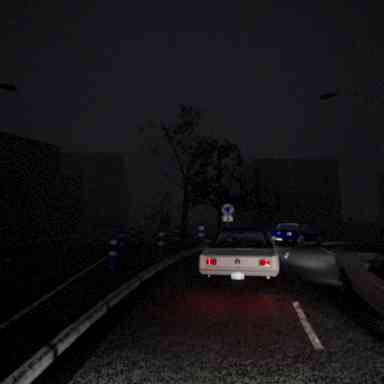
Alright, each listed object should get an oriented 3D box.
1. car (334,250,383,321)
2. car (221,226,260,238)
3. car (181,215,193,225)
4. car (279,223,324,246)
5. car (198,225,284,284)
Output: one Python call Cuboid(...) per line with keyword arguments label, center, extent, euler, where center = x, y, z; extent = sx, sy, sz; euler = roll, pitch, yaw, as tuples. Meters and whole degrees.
Cuboid(label="car", center=(3.947, 1.607, 5.578), extent=(1.895, 1.301, 4.718), euler=(-1, 0, 7))
Cuboid(label="car", center=(6.376, 5.295, 43.839), extent=(4.674, 1.442, 1.812), euler=(-5, -8, 35))
Cuboid(label="car", center=(-1.561, 6.843, 77.669), extent=(2.128, 1.511, 4.902), euler=(0, -1, 2))
Cuboid(label="car", center=(6.351, 2.563, 20.205), extent=(1.895, 1.301, 4.718), euler=(-6, -9, 41))
Cuboid(label="car", center=(1.528, 1.694, 9.840), extent=(1.895, 1.301, 4.718), euler=(-2, -2, 12))
